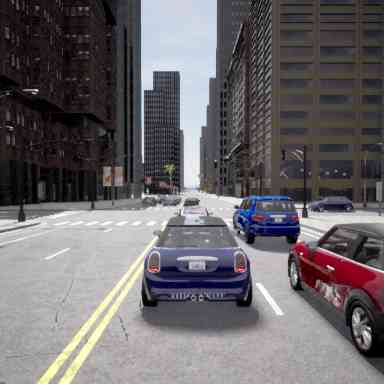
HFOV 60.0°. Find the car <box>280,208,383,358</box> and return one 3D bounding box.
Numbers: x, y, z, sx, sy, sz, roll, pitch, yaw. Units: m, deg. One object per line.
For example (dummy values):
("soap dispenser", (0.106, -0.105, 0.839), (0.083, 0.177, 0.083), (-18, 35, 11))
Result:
("car", (3.344, 1.349, 6.180), (2.097, 1.767, 4.553), (0, 0, 0))

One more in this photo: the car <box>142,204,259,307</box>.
("car", (0.094, 1.348, 8.138), (2.097, 1.767, 4.553), (0, 0, 0))

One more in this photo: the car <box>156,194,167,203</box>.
("car", (-6.515, 1.312, 71.280), (2.097, 1.767, 4.553), (0, 0, 0))

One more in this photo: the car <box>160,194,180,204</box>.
("car", (-3.344, 1.490, 51.331), (1.812, 1.442, 4.674), (0, 0, 2))

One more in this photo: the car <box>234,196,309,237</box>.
("car", (3.349, 1.211, 15.890), (2.150, 2.045, 5.566), (0, 0, -2))

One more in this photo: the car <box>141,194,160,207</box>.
("car", (-6.597, 1.469, 51.389), (1.837, 1.490, 4.892), (0, 0, 2))

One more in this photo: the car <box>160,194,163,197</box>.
("car", (-6.586, 1.524, 61.309), (1.994, 1.385, 4.181), (0, 0, 0))

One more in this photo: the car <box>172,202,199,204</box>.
("car", (0.090, 1.480, 17.075), (2.128, 1.511, 4.902), (0, 0, 0))

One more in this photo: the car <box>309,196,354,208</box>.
("car", (15.345, 1.277, 36.934), (4.553, 1.767, 2.097), (0, 1, -1))

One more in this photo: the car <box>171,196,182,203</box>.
("car", (-3.265, 1.496, 71.473), (2.033, 1.411, 5.357), (0, 0, 0))

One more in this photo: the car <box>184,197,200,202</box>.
("car", (-0.007, 1.472, 45.725), (1.837, 1.490, 4.892), (1, 0, 4))

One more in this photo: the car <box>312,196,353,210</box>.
("car", (16.671, 1.323, 39.635), (4.097, 1.590, 1.967), (0, 1, 0))
